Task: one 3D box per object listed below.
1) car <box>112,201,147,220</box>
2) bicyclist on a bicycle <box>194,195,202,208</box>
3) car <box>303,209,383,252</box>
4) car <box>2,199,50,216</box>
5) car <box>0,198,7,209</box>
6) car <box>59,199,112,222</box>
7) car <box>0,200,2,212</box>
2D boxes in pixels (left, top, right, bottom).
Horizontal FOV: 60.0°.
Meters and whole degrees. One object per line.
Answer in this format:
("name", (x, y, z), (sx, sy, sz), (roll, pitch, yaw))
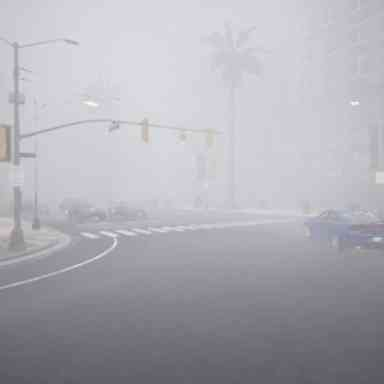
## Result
("car", (-5.601, 1.538, 28.318), (1.812, 1.442, 4.674), (0, 0, -38))
("bicyclist on a bicycle", (0.807, 1.254, 43.308), (0.582, 1.620, 1.656), (0, 0, 43))
("car", (6.180, 1.423, 13.610), (1.882, 1.535, 5.008), (0, 0, -1))
("car", (-16.468, 1.574, 33.683), (4.902, 1.511, 2.128), (0, 0, 30))
("car", (-30.179, 1.653, 48.715), (4.902, 1.511, 2.128), (0, 0, 3))
("car", (-8.697, 1.583, 26.863), (2.033, 1.411, 5.357), (0, 0, -37))
("car", (-20.684, 1.583, 39.559), (5.008, 1.535, 1.882), (0, 0, 18))
